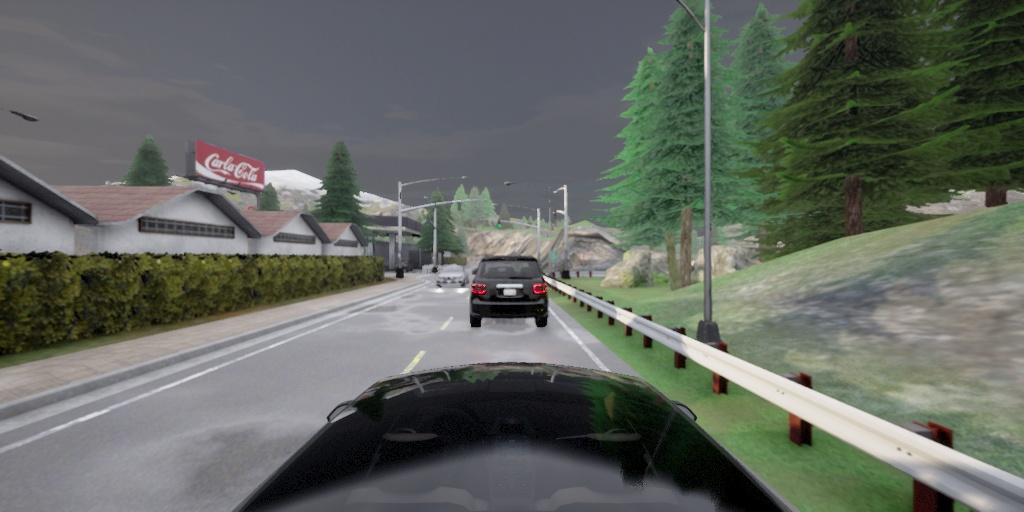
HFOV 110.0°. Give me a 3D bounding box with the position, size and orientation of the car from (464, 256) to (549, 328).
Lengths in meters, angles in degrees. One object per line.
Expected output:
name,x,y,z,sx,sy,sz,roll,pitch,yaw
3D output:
car,-0.135,1.022,11.665,2.150,2.045,5.566,0,-1,-2

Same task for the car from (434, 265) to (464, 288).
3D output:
car,-4.149,1.401,25.624,1.812,1.442,4.674,0,-1,-1
